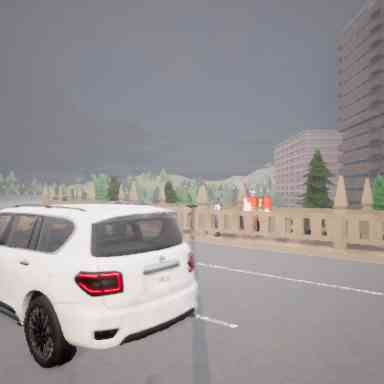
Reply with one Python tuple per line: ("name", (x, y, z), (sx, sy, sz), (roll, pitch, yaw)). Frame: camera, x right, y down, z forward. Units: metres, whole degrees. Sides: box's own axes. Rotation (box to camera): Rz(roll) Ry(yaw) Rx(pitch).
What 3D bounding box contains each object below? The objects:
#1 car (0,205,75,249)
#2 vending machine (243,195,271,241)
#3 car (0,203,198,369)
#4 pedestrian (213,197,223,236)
("car", (-7.482, 1.477, 15.473), (5.008, 1.535, 1.882), (0, 0, 45))
("vending machine", (3.120, 1.195, 16.002), (0.880, 2.100, 1.100), (0, 0, 41))
("car", (-2.444, 1.220, 6.033), (5.566, 2.045, 2.150), (0, 0, 40))
("pedestrian", (1.242, 1.141, 15.711), (0.375, 1.860, 0.375), (0, 0, 41))
